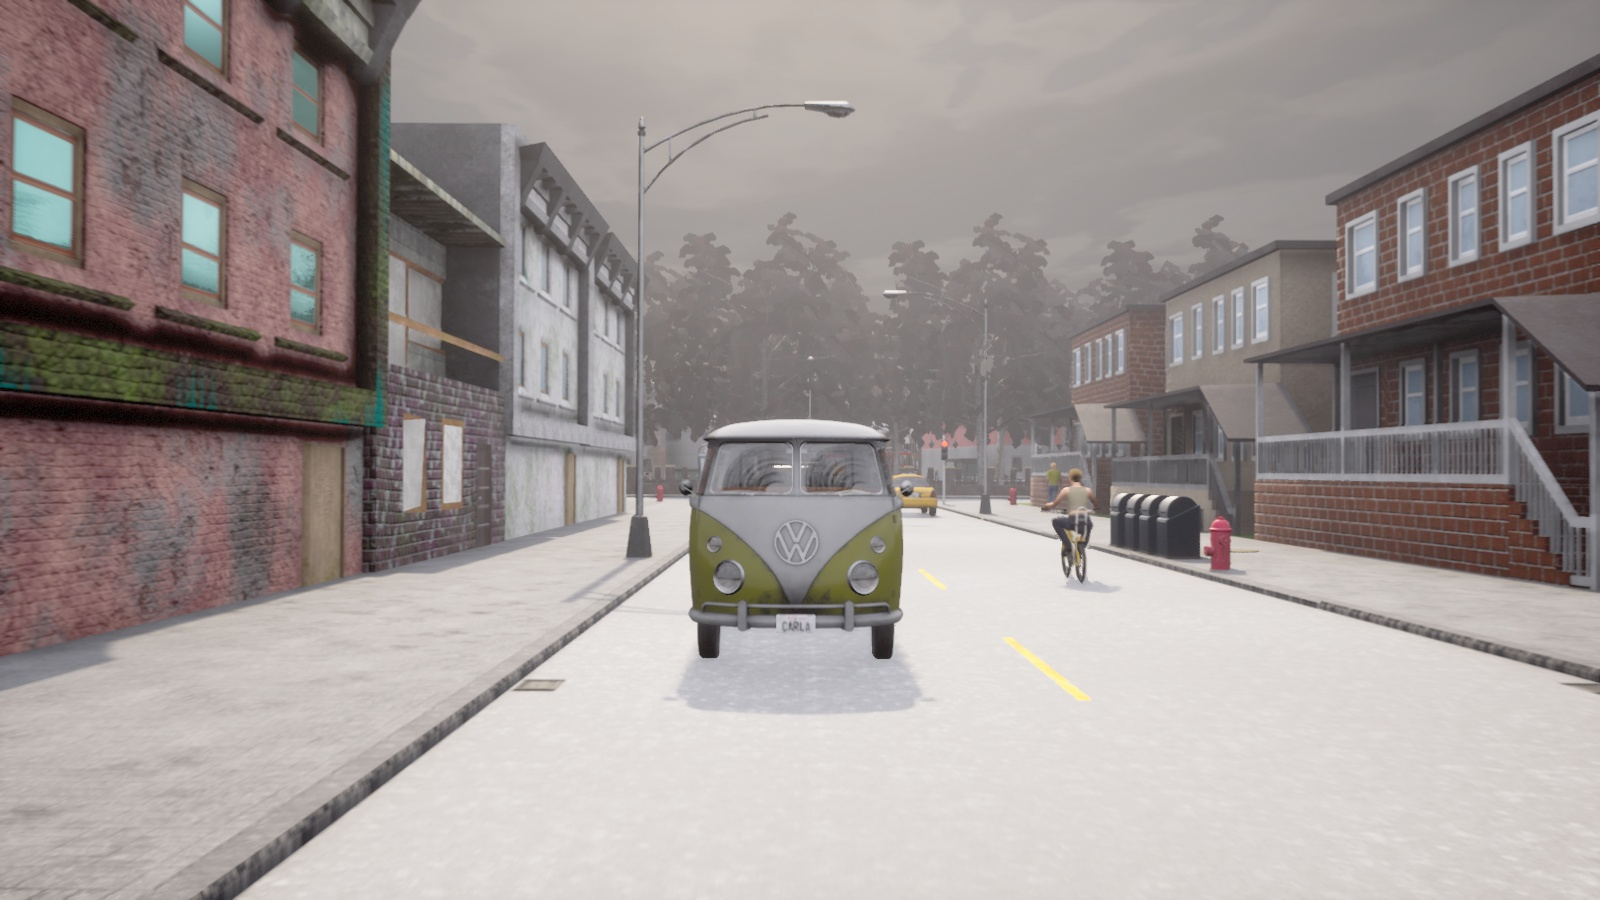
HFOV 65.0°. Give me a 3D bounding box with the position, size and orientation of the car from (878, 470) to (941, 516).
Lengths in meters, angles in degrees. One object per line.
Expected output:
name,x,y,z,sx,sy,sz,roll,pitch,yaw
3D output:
car,3.894,1.509,45.381,1.801,1.575,5.366,0,-1,0

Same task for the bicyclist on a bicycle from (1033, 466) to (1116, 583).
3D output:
bicyclist on a bicycle,3.952,1.045,18.178,0.866,1.612,1.509,0,-1,0

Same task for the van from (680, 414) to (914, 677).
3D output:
van,-0.029,0.769,11.776,1.775,1.987,4.442,0,-1,0

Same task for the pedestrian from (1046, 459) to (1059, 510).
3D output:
pedestrian,9.172,1.263,45.620,0.354,1.836,0.706,0,-1,1
